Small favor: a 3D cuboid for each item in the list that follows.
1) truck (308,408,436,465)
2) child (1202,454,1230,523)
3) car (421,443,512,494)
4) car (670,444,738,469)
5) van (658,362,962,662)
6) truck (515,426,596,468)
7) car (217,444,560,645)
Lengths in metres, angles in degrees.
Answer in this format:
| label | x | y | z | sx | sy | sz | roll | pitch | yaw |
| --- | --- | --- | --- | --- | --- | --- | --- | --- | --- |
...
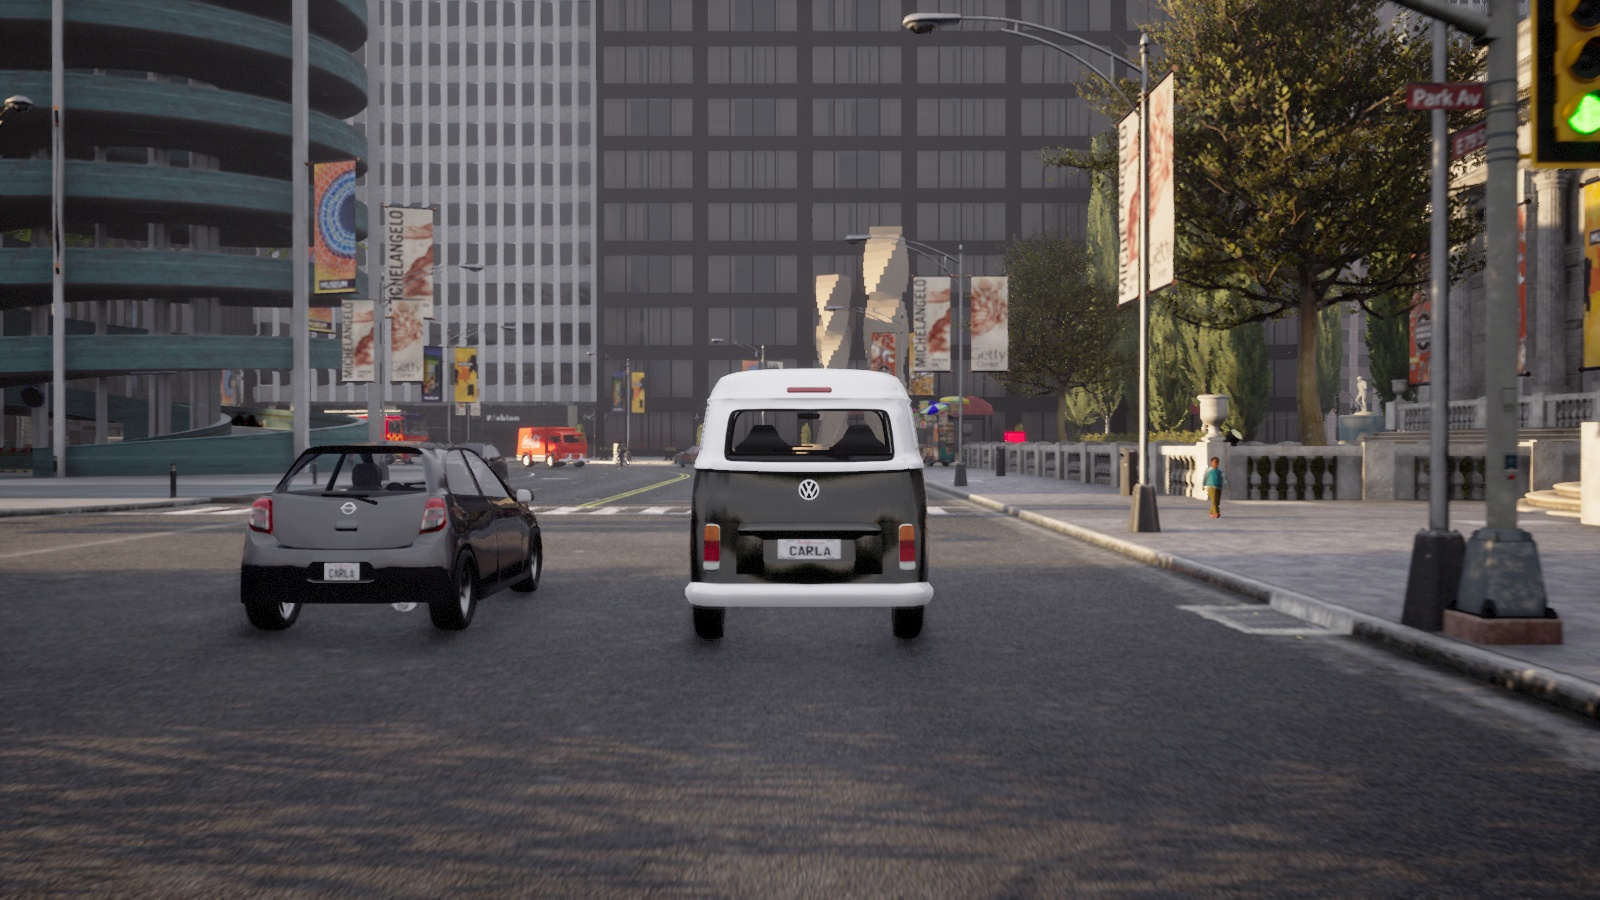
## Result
| label | x | y | z | sx | sy | sz | roll | pitch | yaw |
| --- | --- | --- | --- | --- | --- | --- | --- | --- | --- |
| truck | -29.886 | -0.936 | 87.609 | 8.468 | 3.827 | 2.891 | 0 | 0 | 19 |
| child | 7.303 | 0.665 | 22.043 | 0.343 | 1.192 | 0.448 | 0 | 0 | 1 |
| car | -10.270 | 0.532 | 38.944 | 1.845 | 1.501 | 3.633 | 0 | 0 | 0 |
| car | -5.828 | 0.364 | 75.353 | 2.033 | 1.411 | 5.357 | 0 | 0 | -29 |
| van | 0.076 | 0.409 | 10.792 | 2.069 | 2.038 | 4.480 | 0 | 0 | 0 |
| truck | -14.899 | -0.182 | 76.225 | 2.627 | 2.467 | 5.204 | 0 | 0 | -40 |
| car | -3.422 | 0.695 | 11.186 | 1.845 | 1.501 | 3.633 | 0 | 0 | 0 |
